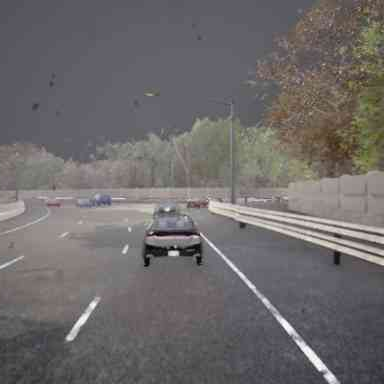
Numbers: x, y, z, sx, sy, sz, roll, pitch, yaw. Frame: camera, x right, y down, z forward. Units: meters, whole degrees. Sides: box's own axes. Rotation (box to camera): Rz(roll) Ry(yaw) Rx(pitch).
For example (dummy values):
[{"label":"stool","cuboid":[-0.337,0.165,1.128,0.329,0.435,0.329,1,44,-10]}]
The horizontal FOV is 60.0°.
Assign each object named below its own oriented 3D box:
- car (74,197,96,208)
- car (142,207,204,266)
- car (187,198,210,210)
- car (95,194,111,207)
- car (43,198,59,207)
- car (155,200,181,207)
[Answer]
[{"label":"car","cuboid":[-17.021,1.701,51.903,2.033,1.411,5.357,0,0,-28]},{"label":"car","cuboid":[-0.712,1.514,11.735,2.128,1.511,4.902,0,0,-5]},{"label":"car","cuboid":[0.903,1.549,45.139,1.882,1.535,5.008,-1,0,22]},{"label":"car","cuboid":[-15.211,1.375,55.829,2.150,2.045,5.566,0,0,-29]},{"label":"car","cuboid":[-24.092,1.755,56.973,1.994,1.385,4.181,0,0,-32]},{"label":"car","cuboid":[-1.984,1.406,27.557,2.097,1.767,4.553,0,0,-3]}]
